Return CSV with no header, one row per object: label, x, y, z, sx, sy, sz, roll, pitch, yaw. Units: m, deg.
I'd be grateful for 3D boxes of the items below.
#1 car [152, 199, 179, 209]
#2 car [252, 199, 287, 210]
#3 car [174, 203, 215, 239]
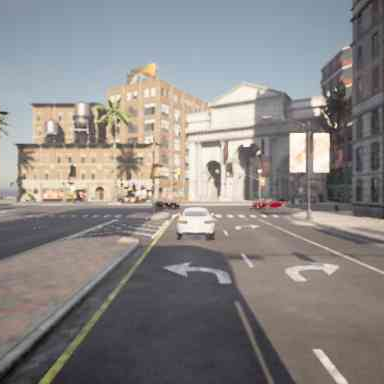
car,-3.629,1.563,44.539,1.895,1.301,4.718,0,0,-33
car,10.020,1.566,42.780,4.718,1.301,1.895,0,0,-36
car,0.190,1.511,17.205,1.812,1.442,4.674,0,0,0
